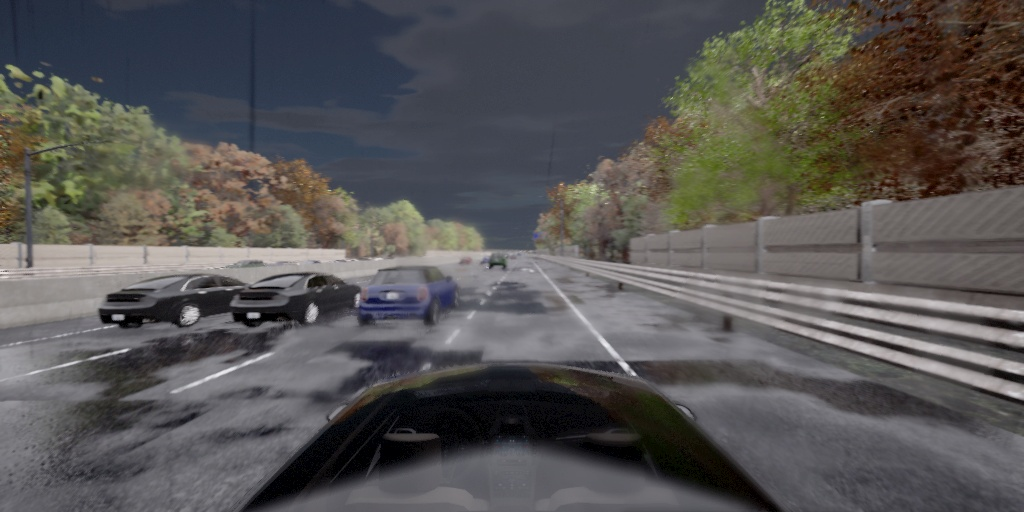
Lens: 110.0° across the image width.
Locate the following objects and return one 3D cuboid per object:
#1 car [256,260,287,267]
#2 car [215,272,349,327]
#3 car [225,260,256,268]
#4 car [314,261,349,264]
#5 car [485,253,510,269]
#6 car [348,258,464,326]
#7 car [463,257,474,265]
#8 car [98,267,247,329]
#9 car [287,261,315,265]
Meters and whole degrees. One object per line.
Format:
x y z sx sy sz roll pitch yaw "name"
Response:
-26.570 1.365 41.181 1.994 1.385 4.181 -1 1 3 "car"
-6.590 1.267 11.682 1.837 1.490 4.892 -1 0 2 "car"
-30.096 1.209 40.658 2.097 1.767 4.553 -1 0 3 "car"
-19.585 1.250 40.712 2.033 1.411 5.357 -1 1 3 "car"
-1.791 0.610 47.194 2.150 2.045 5.566 -1 0 2 "car"
-3.087 1.062 11.639 2.097 1.767 4.553 -1 0 2 "car"
-8.145 0.857 64.879 1.812 1.442 4.674 -1 0 2 "car"
-10.091 1.318 11.691 1.837 1.490 4.892 -1 0 2 "car"
-23.072 1.275 41.199 1.812 1.442 4.674 -1 0 3 "car"
